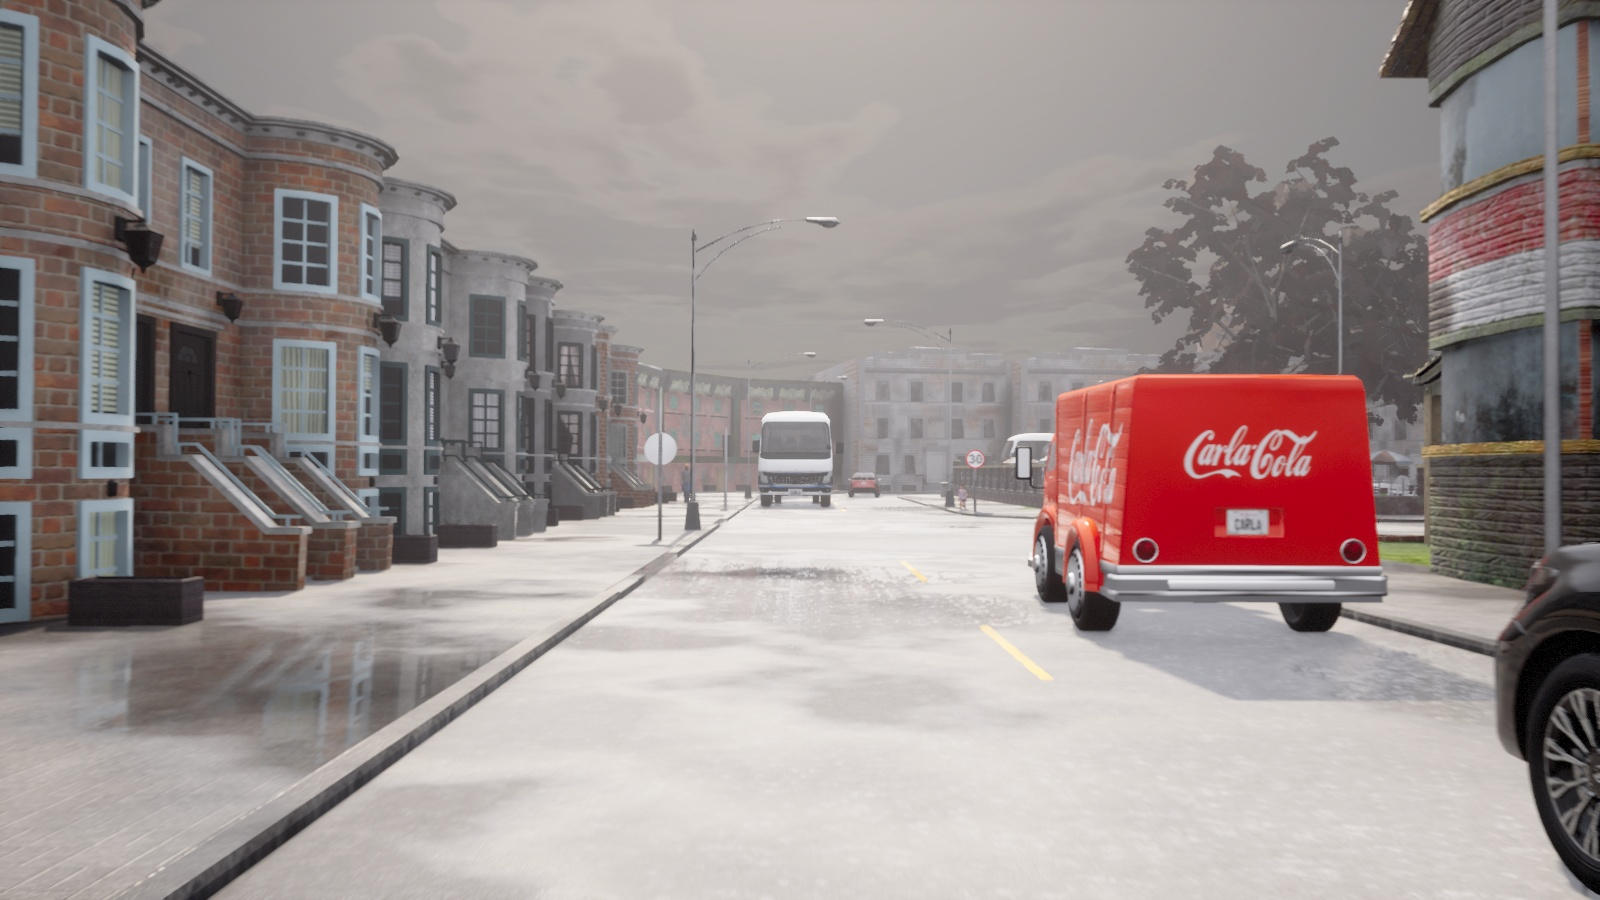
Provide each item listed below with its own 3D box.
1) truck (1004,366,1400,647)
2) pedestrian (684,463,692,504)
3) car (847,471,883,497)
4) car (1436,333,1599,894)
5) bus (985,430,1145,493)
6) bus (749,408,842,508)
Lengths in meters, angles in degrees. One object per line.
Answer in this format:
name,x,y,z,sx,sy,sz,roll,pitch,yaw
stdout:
truck,3.961,0.541,13.671,2.627,2.467,5.204,0,-1,0
pedestrian,-5.067,1.494,56.694,0.354,1.836,0.706,0,-1,-5
car,3.992,2.032,76.795,2.007,1.525,4.514,0,-1,5
car,3.992,0.567,2.942,2.150,2.045,5.566,0,-1,0
bus,18.263,0.824,87.123,10.273,4.253,3.944,0,-1,0
bus,-0.159,0.419,58.560,3.944,4.253,10.273,0,-1,0
